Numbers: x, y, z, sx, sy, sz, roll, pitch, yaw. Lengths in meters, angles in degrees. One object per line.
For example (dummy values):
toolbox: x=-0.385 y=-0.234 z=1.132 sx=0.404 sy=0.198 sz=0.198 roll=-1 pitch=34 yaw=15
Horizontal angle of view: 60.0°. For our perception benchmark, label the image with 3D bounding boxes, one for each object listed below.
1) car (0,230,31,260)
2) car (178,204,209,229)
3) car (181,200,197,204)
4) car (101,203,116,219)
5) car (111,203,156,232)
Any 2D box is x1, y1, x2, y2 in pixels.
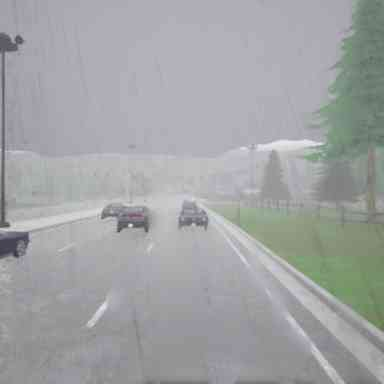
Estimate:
car: x=-6.892 y=1.651 z=10.179 sx=1.895 sy=1.301 sz=4.718 roll=0 pitch=0 yaw=0
car: x=0.069 y=1.712 z=22.463 sx=1.895 sy=1.301 sz=4.718 roll=0 pitch=0 yaw=-1
car: x=-0.320 y=1.694 z=41.049 sx=2.128 sy=1.511 sz=4.902 roll=0 pitch=0 yaw=-1
car: x=-7.088 y=1.717 z=31.164 sx=1.994 sy=1.385 sz=4.181 roll=0 pitch=0 yaw=-1
car: x=-3.418 y=1.608 z=20.831 sx=1.837 sy=1.490 sz=4.892 roll=0 pitch=0 yaw=0
